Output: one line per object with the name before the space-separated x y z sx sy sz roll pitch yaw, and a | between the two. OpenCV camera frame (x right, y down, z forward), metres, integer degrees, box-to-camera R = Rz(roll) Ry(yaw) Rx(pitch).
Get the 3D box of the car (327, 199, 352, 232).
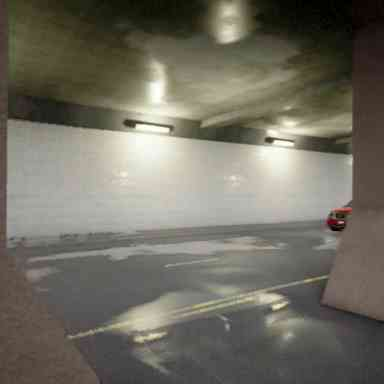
car | 10.226 1.281 19.104 5.566 2.045 2.150 0 0 -32
